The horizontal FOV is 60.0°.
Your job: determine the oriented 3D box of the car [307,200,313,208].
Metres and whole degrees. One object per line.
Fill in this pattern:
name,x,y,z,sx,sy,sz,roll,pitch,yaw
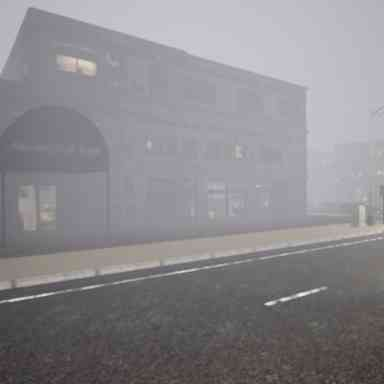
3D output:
car,17.639,1.882,53.740,1.802,1.307,4.206,-2,0,-35

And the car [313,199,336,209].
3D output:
car,20.850,1.788,49.232,2.008,1.369,4.403,-2,0,-35

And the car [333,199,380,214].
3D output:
car,18.769,1.796,37.503,1.947,1.339,4.313,-2,0,-35
